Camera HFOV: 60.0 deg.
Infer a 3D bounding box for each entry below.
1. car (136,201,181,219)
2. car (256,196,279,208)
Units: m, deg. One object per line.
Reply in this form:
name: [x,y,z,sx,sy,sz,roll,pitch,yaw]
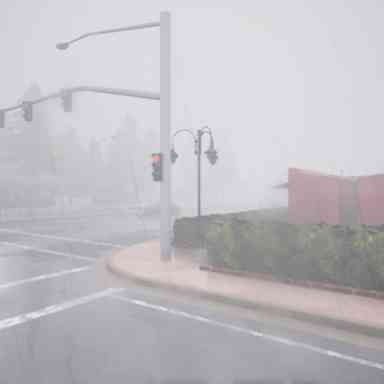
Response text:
car: [-2.979,1.616,30.290,2.128,1.511,4.902,0,0,36]
car: [11.356,1.477,49.904,2.097,1.767,4.553,0,0,37]
